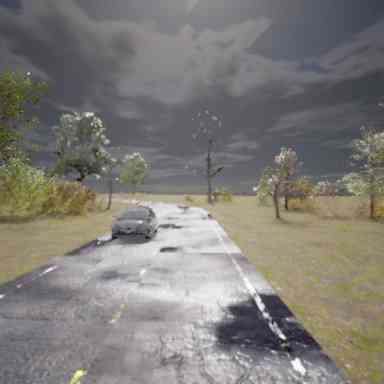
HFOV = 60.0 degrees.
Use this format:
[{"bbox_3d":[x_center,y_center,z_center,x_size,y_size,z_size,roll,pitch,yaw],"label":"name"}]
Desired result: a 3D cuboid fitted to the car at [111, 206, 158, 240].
[{"bbox_3d":[-2.857,1.521,17.248,1.837,1.490,4.892,0,0,0],"label":"car"}]
